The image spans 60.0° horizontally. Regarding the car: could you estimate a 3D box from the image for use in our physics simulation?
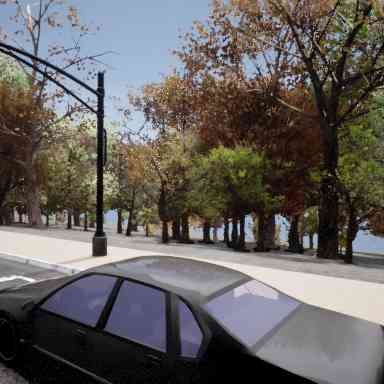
[{"bbox_3d":[-0.545,1.547,4.067,5.357,1.411,2.033,0,0,35],"label":"car"}]
